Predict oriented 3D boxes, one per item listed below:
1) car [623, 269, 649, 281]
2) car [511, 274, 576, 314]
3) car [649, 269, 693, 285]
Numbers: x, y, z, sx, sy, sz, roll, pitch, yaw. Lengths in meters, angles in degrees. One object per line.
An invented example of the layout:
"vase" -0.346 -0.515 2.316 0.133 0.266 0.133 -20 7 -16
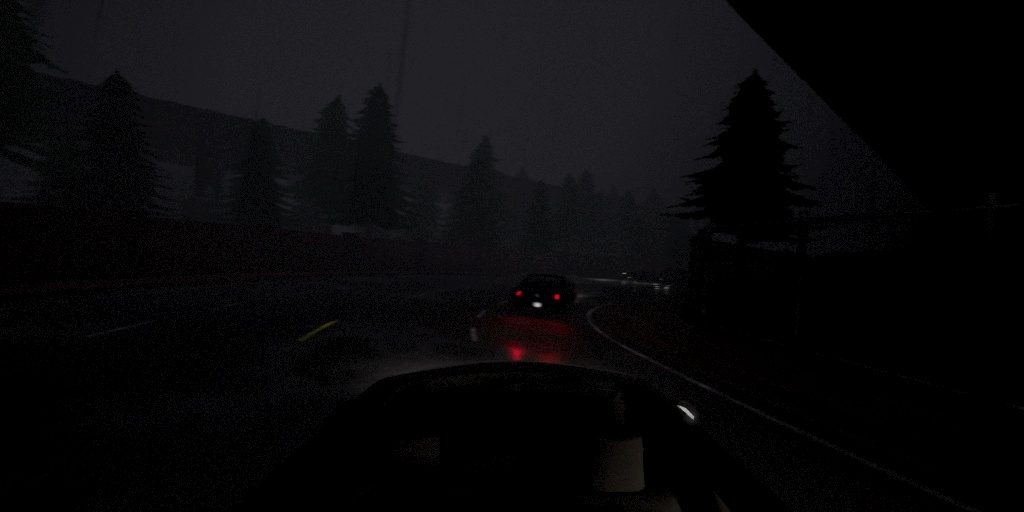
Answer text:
"car" 14.438 2.096 39.969 4.718 1.301 1.895 4 0 -37
"car" 1.433 1.371 14.210 1.895 1.301 4.718 4 0 15
"car" 16.963 2.173 37.485 4.902 1.511 2.128 4 0 -37
